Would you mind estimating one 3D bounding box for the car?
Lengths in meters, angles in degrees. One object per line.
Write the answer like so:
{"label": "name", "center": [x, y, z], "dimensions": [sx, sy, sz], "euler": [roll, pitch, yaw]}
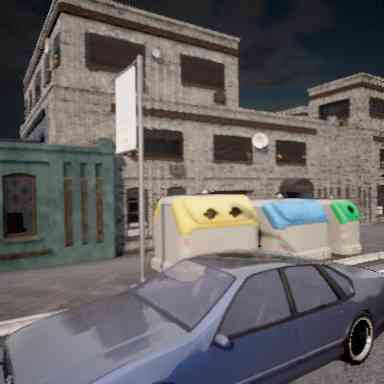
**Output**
{"label": "car", "center": [0.584, 1.528, 4.280], "dimensions": [5.357, 1.411, 2.033], "euler": [0, 0, -34]}
